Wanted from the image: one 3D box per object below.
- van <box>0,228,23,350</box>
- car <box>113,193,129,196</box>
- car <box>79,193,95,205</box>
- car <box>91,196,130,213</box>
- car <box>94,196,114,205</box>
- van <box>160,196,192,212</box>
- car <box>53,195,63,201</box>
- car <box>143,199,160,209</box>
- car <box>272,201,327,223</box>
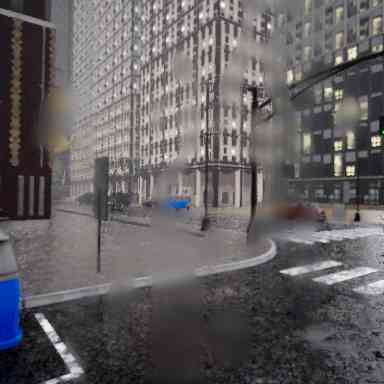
[{"bbox_3d":[-4.112,1.343,3.773,3.998,1.788,1.690,0,1,-35],"label":"van"},{"bbox_3d":[-12.098,1.228,54.838,2.150,2.045,5.566,1,-1,-35],"label":"car"},{"bbox_3d":[-17.652,1.160,57.297,2.150,2.045,5.566,1,-1,-35],"label":"car"},{"bbox_3d":[-8.518,1.411,34.587,2.008,1.369,4.403,1,-1,-35],"label":"car"},{"bbox_3d":[-16.105,1.499,60.543,1.837,1.490,4.892,1,-1,-35],"label":"car"},{"bbox_3d":[-1.681,1.355,39.438,1.690,1.788,3.998,1,-1,-35],"label":"van"},{"bbox_3d":[-34.377,1.546,85.500,1.802,1.307,4.206,1,-1,-35],"label":"car"},{"bbox_3d":[-4.954,1.557,44.043,2.008,1.369,4.403,1,-1,-35],"label":"car"},{"bbox_3d":[8.125,1.477,25.618,1.967,1.590,4.097,1,-1,-35],"label":"car"}]
